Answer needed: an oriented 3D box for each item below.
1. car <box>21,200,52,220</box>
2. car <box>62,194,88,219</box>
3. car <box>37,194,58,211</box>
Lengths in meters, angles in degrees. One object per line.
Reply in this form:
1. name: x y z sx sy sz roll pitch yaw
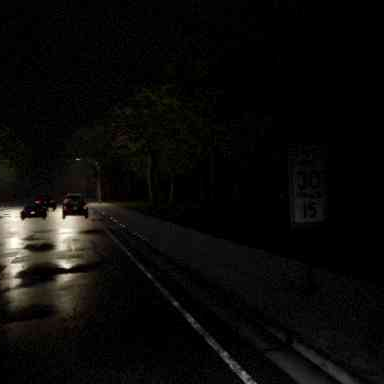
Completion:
1. car: -13.675 1.658 29.107 1.994 1.385 4.181 -1 0 -20
2. car: -10.451 1.382 29.727 2.097 1.767 4.553 -1 0 -20
3. car: -18.460 1.330 42.369 2.150 2.045 5.566 -1 0 -20
